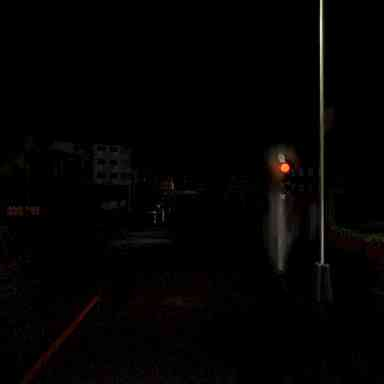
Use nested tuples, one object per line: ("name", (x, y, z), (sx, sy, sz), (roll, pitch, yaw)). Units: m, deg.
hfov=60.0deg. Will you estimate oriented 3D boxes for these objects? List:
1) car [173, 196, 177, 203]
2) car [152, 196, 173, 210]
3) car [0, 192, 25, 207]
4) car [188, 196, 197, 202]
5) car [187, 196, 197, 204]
("car", (-4.026, 1.492, 53.847), (2.128, 1.511, 4.902), (0, 0, 0))
("car", (-4.047, 1.491, 43.086), (2.128, 1.511, 4.902), (0, 0, 0))
("car", (-19.715, 0.985, 35.000), (1.905, 1.878, 3.866), (0, 0, 35))
("car", (0.095, 1.583, 76.796), (1.895, 1.301, 4.718), (0, 0, 0))
("car", (0.082, 1.547, 66.201), (2.033, 1.411, 5.357), (0, 0, 0))
